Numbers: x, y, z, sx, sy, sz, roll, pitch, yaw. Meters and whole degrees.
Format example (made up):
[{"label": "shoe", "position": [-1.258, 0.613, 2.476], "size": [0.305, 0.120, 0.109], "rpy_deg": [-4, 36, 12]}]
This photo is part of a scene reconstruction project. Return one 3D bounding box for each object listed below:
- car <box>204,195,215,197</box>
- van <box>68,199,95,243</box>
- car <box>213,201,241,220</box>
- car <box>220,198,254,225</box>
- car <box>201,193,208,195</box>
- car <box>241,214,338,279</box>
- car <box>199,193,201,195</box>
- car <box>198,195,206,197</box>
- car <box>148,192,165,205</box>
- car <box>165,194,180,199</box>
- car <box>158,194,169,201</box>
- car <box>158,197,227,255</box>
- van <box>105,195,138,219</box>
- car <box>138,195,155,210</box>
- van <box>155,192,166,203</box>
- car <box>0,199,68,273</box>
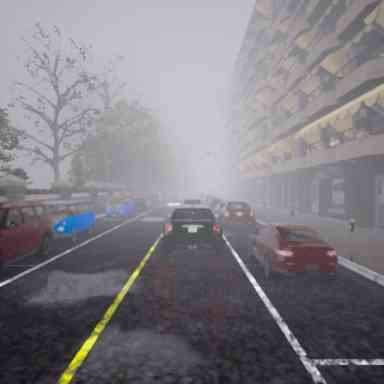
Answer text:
[{"label": "car", "position": [2.693, 1.305, 37.669], "size": [1.947, 1.339, 4.313], "rpy_deg": [0, 0, 0]}, {"label": "van", "position": [-5.688, 1.235, 15.147], "size": [1.690, 1.788, 3.998], "rpy_deg": [0, 0, 0]}, {"label": "car", "position": [2.693, 1.398, 26.409], "size": [1.802, 1.307, 4.206], "rpy_deg": [0, 0, 0]}, {"label": "car", "position": [2.692, 1.295, 20.777], "size": [1.967, 1.590, 4.097], "rpy_deg": [0, 0, 0]}, {"label": "car", "position": [2.694, 1.107, 48.928], "size": [1.967, 1.590, 4.097], "rpy_deg": [0, 0, 0]}, {"label": "car", "position": [2.691, 1.515, 9.517], "size": [1.802, 1.307, 4.206], "rpy_deg": [0, 0, 0]}, {"label": "car", "position": [2.696, 1.122, 60.359], "size": [1.752, 1.417, 4.829], "rpy_deg": [0, 0, 0]}, {"label": "car", "position": [0.047, 1.310, 28.192], "size": [1.837, 1.490, 4.892], "rpy_deg": [0, 1, 1]}, {"label": "car", "position": [-5.686, 0.981, 48.928], "size": [2.192, 1.841, 5.009], "rpy_deg": [0, 0, 0]}, {"label": "car", "position": [-3.058, 1.104, 57.663], "size": [2.128, 1.511, 4.902], "rpy_deg": [0, 0, 0]}, {"label": "car", "position": [-5.685, 1.146, 65.820], "size": [1.802, 1.307, 4.206], "rpy_deg": [0, 0, 0]}, {"label": "car", "position": [0.045, 1.259, 13.108], "size": [2.097, 1.767, 4.553], "rpy_deg": [0, 0, 1]}, {"label": "van", "position": [-5.688, 1.157, 26.408], "size": [1.690, 1.788, 3.998], "rpy_deg": [0, 0, 0]}, {"label": "car", "position": [-5.687, 1.305, 37.670], "size": [1.947, 1.339, 4.313], "rpy_deg": [0, 0, 0]}, {"label": "van", "position": [-5.685, 0.938, 60.188], "size": [1.690, 1.788, 3.998], "rpy_deg": [0, 0, 0]}, {"label": "car", "position": [-5.689, 1.247, 9.516], "size": [2.192, 1.841, 5.009], "rpy_deg": [0, 0, 0]}]
